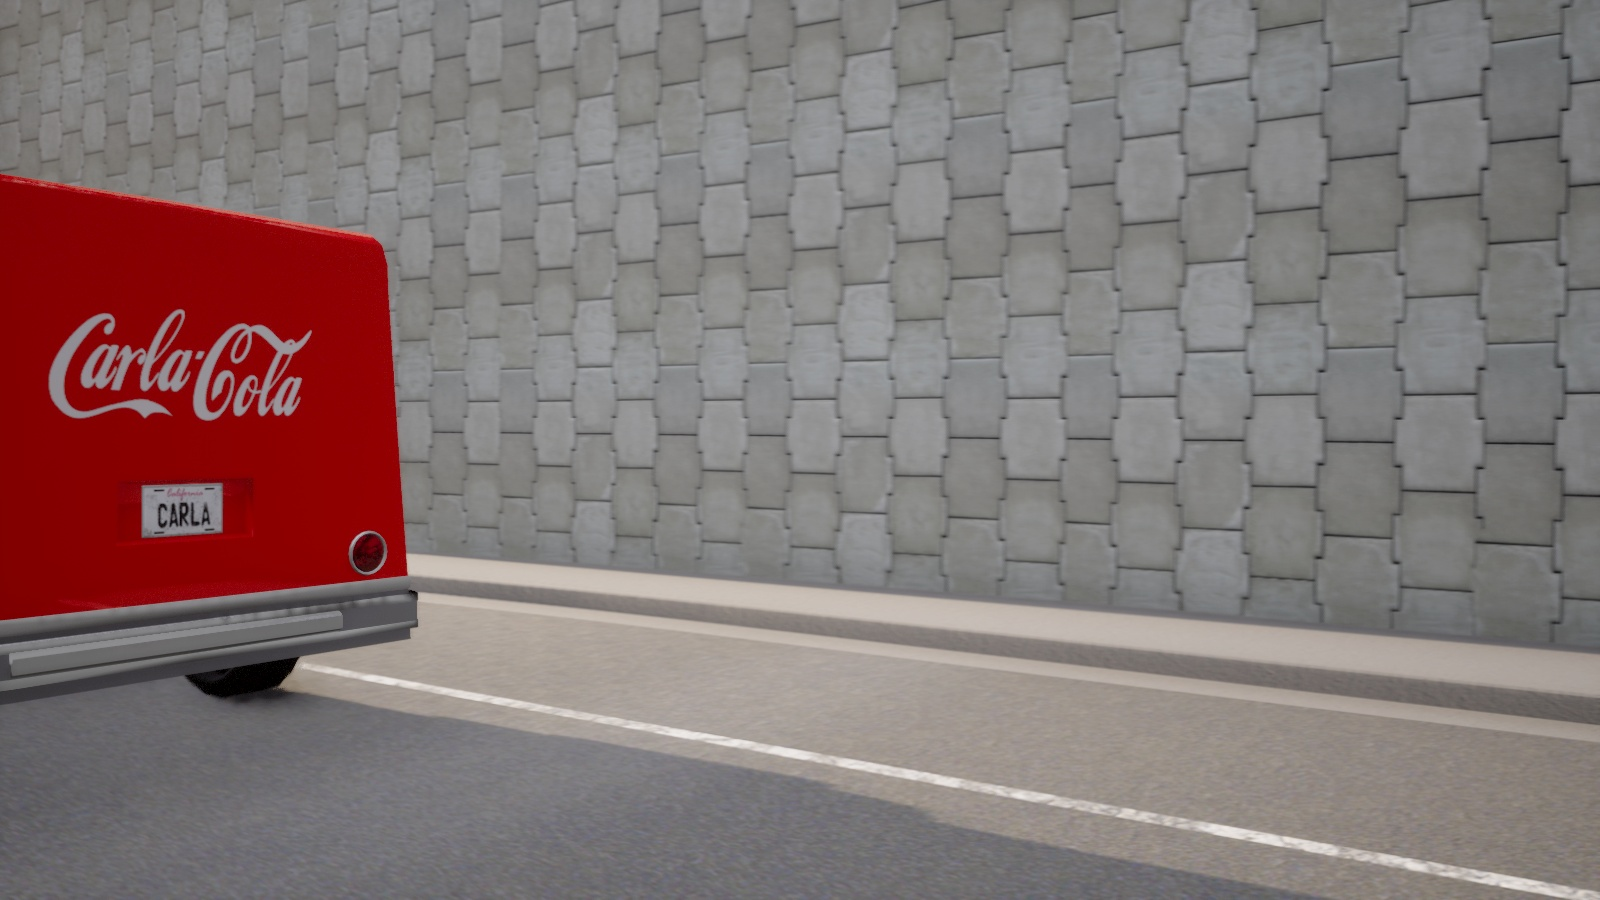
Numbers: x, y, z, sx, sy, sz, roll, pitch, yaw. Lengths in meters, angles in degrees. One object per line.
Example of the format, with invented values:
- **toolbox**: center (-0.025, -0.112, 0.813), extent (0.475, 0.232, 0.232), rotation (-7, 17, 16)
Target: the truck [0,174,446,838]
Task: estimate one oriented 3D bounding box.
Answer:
- **truck**: center (-4.715, 0.195, 6.747), extent (5.204, 2.467, 2.627), rotation (0, 1, 34)
